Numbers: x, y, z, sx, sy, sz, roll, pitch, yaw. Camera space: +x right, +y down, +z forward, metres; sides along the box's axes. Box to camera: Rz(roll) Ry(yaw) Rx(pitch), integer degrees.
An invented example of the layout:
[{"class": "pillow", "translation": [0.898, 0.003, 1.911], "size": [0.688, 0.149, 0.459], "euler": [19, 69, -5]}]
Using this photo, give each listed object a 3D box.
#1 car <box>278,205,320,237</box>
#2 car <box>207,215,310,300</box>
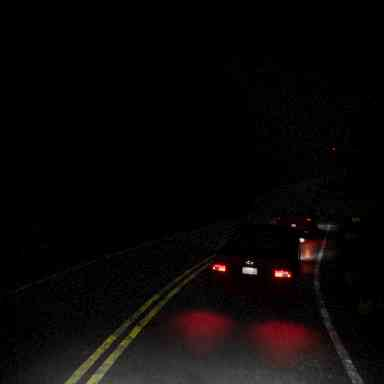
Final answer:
[{"class": "car", "translation": [5.967, 1.485, 18.538], "size": [1.882, 1.535, 5.008], "euler": [2, 1, 23]}, {"class": "car", "translation": [1.878, 1.548, 8.694], "size": [2.033, 1.411, 5.357], "euler": [2, 0, 18]}]
